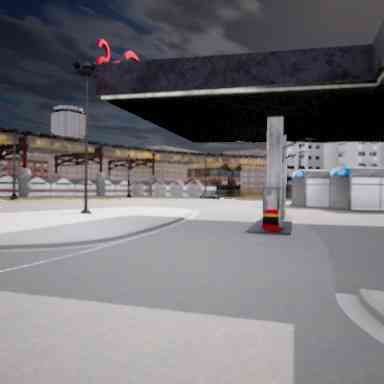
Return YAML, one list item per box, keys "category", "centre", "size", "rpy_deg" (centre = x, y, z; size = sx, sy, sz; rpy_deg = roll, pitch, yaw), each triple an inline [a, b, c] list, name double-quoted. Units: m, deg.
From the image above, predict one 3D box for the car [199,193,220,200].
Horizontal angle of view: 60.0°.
- category: "car"
  centre: [3.618, 0.921, 69.003]
  size: [4.181, 1.385, 1.994]
  rpy_deg: [1, 1, -19]
